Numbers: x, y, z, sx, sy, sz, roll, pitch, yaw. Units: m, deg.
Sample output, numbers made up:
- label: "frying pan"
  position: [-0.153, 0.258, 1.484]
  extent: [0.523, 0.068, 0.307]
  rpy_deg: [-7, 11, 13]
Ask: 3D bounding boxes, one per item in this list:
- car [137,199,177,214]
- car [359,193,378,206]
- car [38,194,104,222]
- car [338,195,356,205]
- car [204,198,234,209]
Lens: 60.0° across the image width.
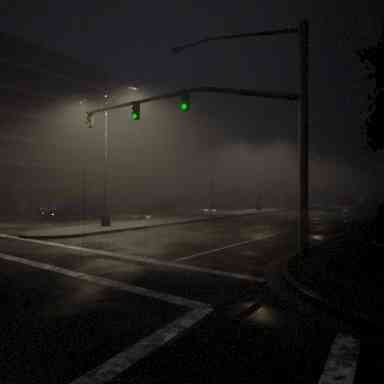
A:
- label: "car"
  position: [-3.631, 1.478, 35.267]
  extent: [1.882, 1.535, 5.008]
  rpy_deg: [0, 0, 36]
- label: "car"
  position: [28.722, 1.221, 54.039]
  extent: [2.150, 2.045, 5.566]
  rpy_deg: [0, 0, 36]
- label: "car"
  position: [-9.535, 1.222, 27.117]
  extent: [2.150, 2.045, 5.566]
  rpy_deg: [0, 0, 36]
- label: "car"
  position: [26.656, 1.352, 57.153]
  extent: [2.097, 1.767, 4.553]
  rpy_deg: [0, 0, 36]
- label: "car"
  position: [3.809, 1.548, 45.531]
  extent: [2.033, 1.411, 5.357]
  rpy_deg: [0, 0, 36]
